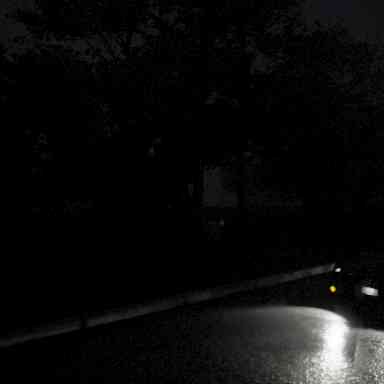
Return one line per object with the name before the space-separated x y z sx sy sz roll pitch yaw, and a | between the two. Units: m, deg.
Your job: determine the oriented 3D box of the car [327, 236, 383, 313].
car | 4.747 1.557 6.983 4.181 1.385 1.994 0 0 -35
